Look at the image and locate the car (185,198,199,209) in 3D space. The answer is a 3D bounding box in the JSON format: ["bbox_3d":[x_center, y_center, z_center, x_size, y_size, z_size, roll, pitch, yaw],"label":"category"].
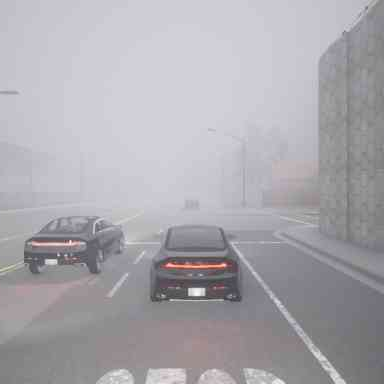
[{"bbox_3d":[-0.027,1.491,44.233,2.128,1.511,4.902,0,0,0],"label":"car"}]

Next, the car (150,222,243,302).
[{"bbox_3d":[0.078,1.505,8.252,1.837,1.490,4.892,0,0,0],"label":"car"}]

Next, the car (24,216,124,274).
[{"bbox_3d":[-3.430,1.492,10.520,2.128,1.511,4.902,0,0,0],"label":"car"}]
